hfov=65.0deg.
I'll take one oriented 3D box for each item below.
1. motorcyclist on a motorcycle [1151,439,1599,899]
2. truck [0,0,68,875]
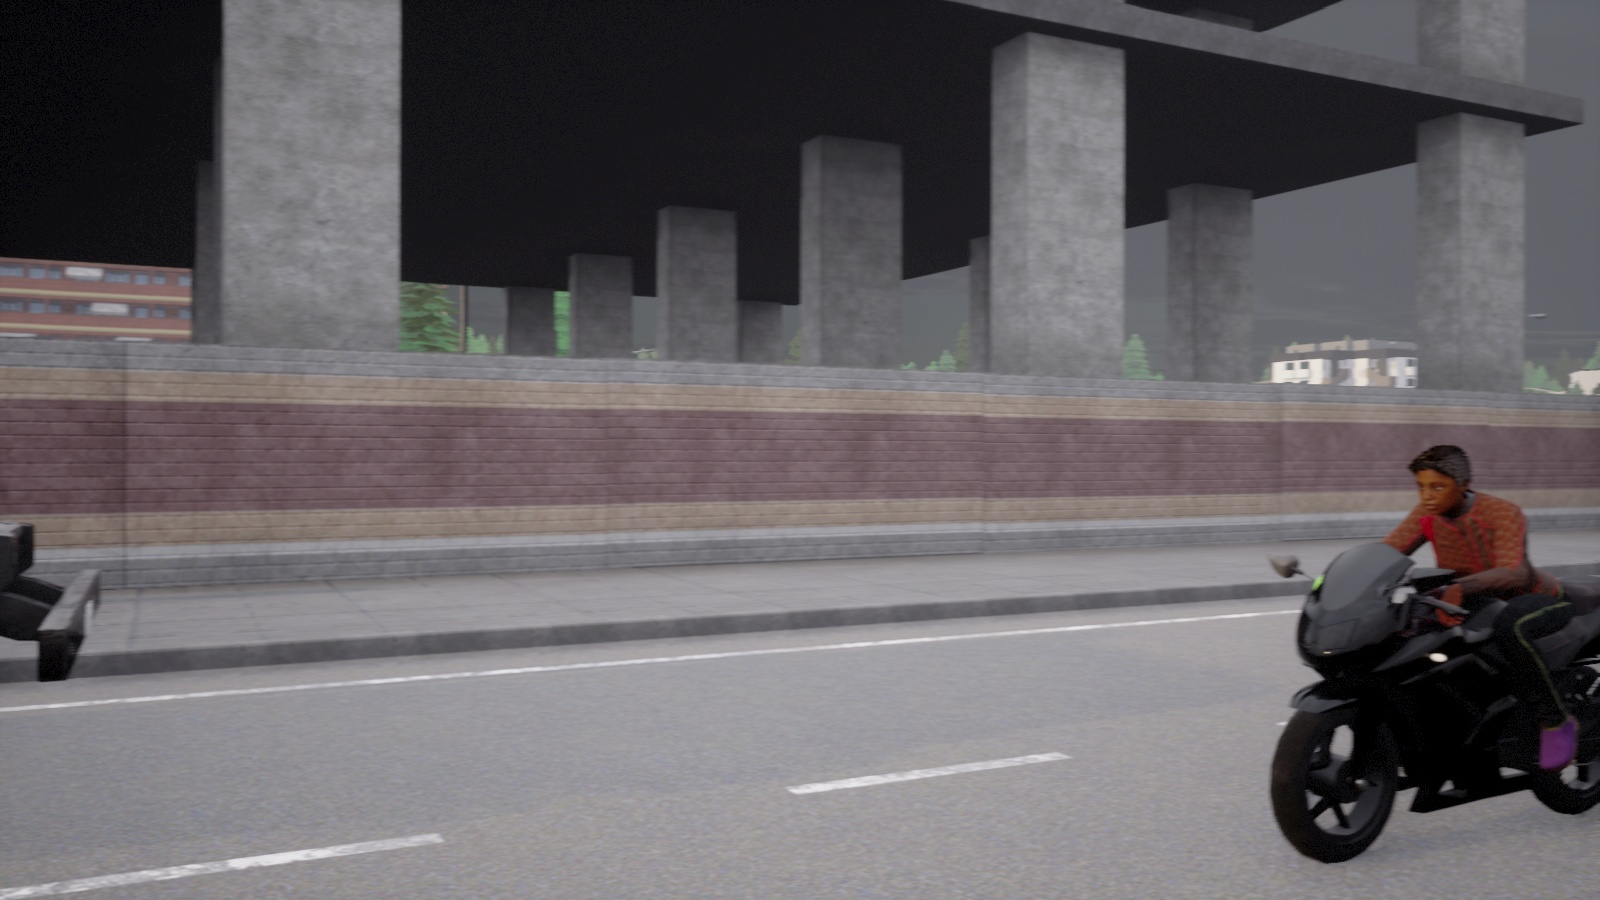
[{"bbox_3d":[2.396,0.727,4.772,2.044,1.523,0.797,0,0,-27],"label":"motorcyclist on a motorcycle"},{"bbox_3d":[-6.983,-0.229,3.948,7.936,3.462,2.891,0,0,-27],"label":"truck"}]
